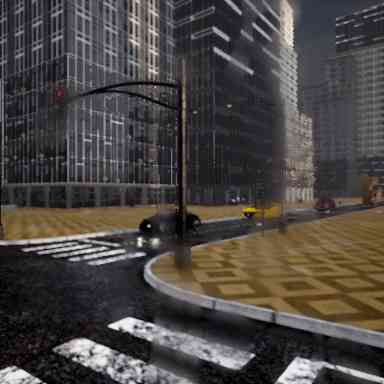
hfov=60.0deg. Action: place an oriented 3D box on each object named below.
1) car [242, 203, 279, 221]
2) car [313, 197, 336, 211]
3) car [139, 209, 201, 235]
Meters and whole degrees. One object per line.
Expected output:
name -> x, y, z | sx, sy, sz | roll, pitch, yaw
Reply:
car -> 6.306, 1.705, 30.352 | 1.882, 1.535, 5.008 | 0, 0, 37
car -> 18.532, 1.651, 46.469 | 2.097, 1.767, 4.553 | 0, 0, 37
car -> -1.243, 1.746, 20.326 | 1.994, 1.385, 4.181 | 0, 0, 37
